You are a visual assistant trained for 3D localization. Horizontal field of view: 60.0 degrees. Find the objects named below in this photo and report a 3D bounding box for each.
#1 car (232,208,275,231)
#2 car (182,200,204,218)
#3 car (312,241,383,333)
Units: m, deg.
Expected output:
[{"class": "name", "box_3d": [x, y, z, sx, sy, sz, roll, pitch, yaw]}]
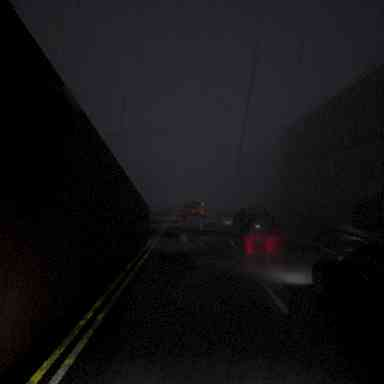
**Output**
[{"class": "car", "box_3d": [3.604, 1.599, 20.396, 1.895, 1.301, 4.718, 0, 0, 0]}, {"class": "car", "box_3d": [0.105, 1.474, 30.542, 1.882, 1.535, 5.008, 0, 0, 0]}, {"class": "car", "box_3d": [3.603, 1.526, 5.534, 1.812, 1.442, 4.674, 0, 0, -1]}]
